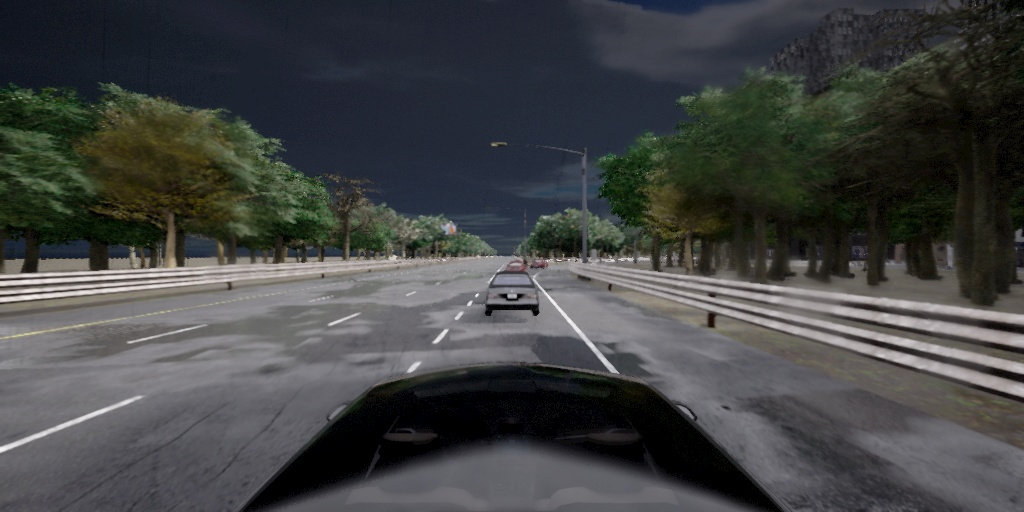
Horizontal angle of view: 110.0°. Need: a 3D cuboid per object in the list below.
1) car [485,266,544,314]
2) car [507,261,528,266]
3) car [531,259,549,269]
[{"bbox_3d":[0.005,1.270,13.485,2.033,1.411,5.357,0,0,0],"label":"car"},{"bbox_3d":[0.466,1.202,33.454,1.812,1.442,4.674,0,0,5],"label":"car"},{"bbox_3d":[3.981,1.161,51.112,1.812,1.442,4.674,0,0,17],"label":"car"}]
